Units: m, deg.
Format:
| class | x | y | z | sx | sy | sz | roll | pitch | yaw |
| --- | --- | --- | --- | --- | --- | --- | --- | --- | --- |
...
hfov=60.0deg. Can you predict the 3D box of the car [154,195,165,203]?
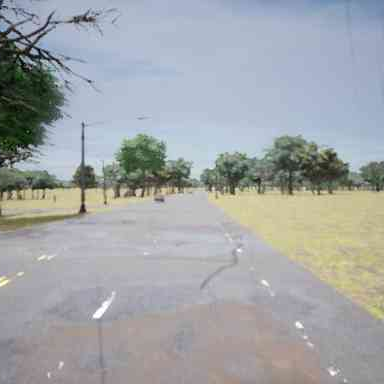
| class | x | y | z | sx | sy | sz | roll | pitch | yaw |
| --- | --- | --- | --- | --- | --- | --- | --- | --- | --- |
| car | -6.692 | 1.337 | 68.568 | 1.882 | 1.535 | 5.008 | 0 | 0 | 1 |
